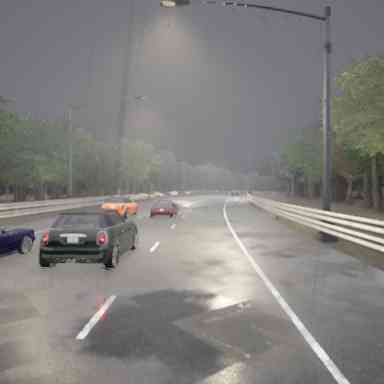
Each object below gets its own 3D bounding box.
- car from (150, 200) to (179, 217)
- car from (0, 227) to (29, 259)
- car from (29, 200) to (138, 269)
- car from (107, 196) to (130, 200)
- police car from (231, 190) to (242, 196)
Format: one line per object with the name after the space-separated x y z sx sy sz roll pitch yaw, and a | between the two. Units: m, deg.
-2.271 1.367 28.412 1.994 1.385 4.181 0 1 4 | car
-6.715 1.560 10.144 1.895 1.301 4.718 0 0 2 | car
-3.174 1.310 11.149 2.097 1.767 4.553 0 0 2 | car
-5.856 1.168 27.341 2.097 1.767 4.553 0 1 4 | car
11.606 0.316 89.320 1.930 1.638 5.238 0 1 13 | police car
